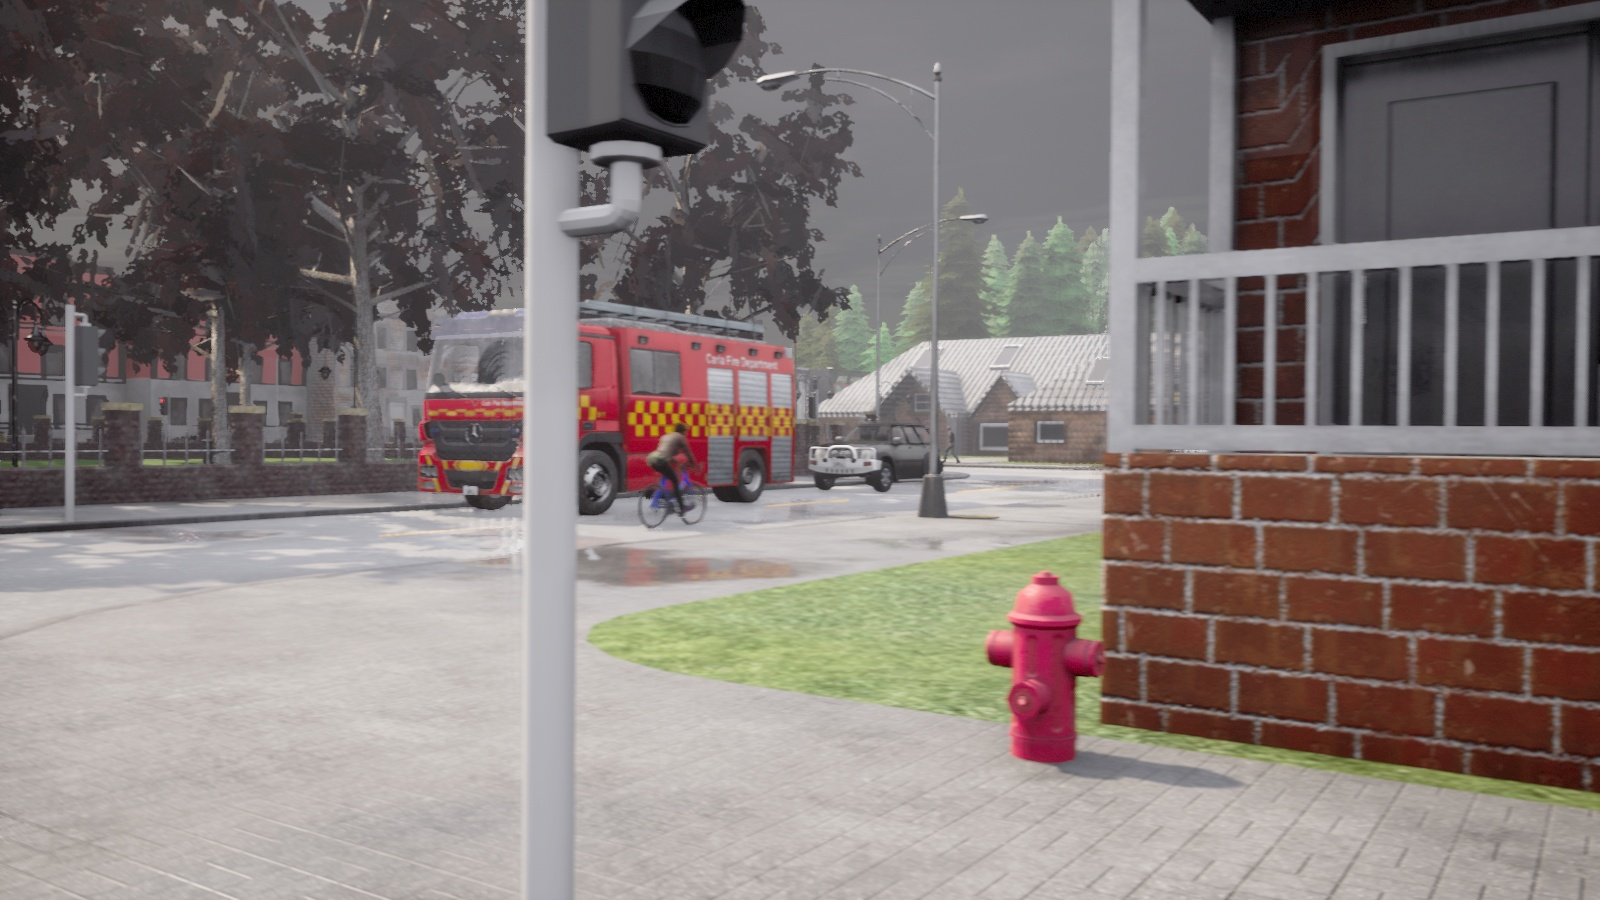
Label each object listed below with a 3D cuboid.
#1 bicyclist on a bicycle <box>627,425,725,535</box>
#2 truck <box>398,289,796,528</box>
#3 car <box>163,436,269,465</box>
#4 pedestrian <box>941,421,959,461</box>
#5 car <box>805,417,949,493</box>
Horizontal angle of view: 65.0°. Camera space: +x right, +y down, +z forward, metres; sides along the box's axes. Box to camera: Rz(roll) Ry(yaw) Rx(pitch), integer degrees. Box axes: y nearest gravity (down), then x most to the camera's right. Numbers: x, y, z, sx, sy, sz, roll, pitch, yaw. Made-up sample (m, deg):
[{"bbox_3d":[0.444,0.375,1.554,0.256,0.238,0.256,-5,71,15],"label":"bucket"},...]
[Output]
[{"bbox_3d":[-1.896,0.436,19.441,0.582,1.620,1.656,0,1,33],"label":"bicyclist on a bicycle"},{"bbox_3d":[-3.490,-0.736,24.492,2.891,3.827,8.468,0,1,30],"label":"truck"},{"bbox_3d":[-32.321,0.030,69.620,4.902,1.511,2.128,-1,1,-42],"label":"car"},{"bbox_3d":[7.017,-0.428,58.726,0.720,1.854,0.376,0,1,33],"label":"pedestrian"},{"bbox_3d":[2.107,0.079,32.982,1.932,1.855,4.605,0,1,30],"label":"car"}]
